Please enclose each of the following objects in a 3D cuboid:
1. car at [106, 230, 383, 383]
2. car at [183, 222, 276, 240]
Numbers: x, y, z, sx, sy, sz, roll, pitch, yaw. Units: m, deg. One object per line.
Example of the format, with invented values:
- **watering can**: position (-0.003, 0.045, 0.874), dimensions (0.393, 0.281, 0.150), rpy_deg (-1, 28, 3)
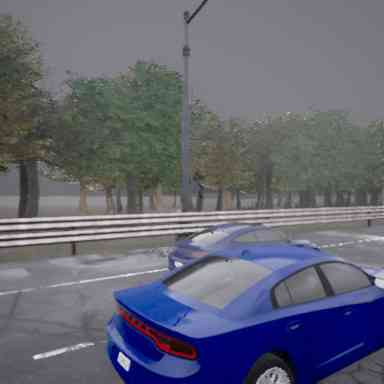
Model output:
- **car**: position (1.361, 1.498, 4.673), dimensions (5.008, 1.535, 1.882), rpy_deg (0, 0, -35)
- **car**: position (1.559, 1.560, 9.084), dimensions (4.674, 1.442, 1.812), rpy_deg (0, 0, -35)
